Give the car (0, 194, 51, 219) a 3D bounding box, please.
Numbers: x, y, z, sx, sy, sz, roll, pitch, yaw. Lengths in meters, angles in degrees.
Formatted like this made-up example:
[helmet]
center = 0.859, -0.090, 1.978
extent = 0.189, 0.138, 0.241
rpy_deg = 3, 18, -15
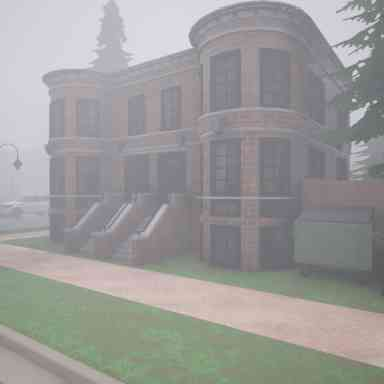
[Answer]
[car]
center = -14.447, 1.221, 29.788
extent = 2.150, 2.045, 5.566
rpy_deg = 0, 0, 34
